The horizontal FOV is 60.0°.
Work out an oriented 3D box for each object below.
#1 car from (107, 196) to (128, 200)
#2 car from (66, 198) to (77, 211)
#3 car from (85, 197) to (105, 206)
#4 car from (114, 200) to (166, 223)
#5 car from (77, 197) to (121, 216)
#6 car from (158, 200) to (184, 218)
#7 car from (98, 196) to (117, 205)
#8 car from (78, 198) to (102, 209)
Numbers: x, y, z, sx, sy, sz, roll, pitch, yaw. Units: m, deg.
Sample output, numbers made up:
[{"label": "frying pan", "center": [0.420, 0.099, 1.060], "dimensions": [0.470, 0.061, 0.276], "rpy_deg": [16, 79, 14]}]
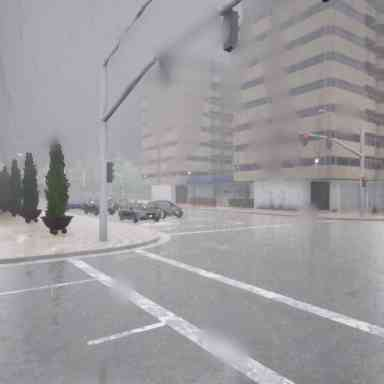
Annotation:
[{"label": "car", "center": [-7.912, 1.491, 37.308], "dimensions": [2.128, 1.511, 4.902], "rpy_deg": [0, 0, -35]}, {"label": "car", "center": [-15.192, 1.478, 41.625], "dimensions": [1.882, 1.535, 5.008], "rpy_deg": [0, 0, -35]}, {"label": "car", "center": [-16.407, 1.564, 55.918], "dimensions": [1.994, 1.385, 4.181], "rpy_deg": [0, 0, -35]}, {"label": "car", "center": [-4.135, 1.564, 25.786], "dimensions": [1.994, 1.385, 4.181], "rpy_deg": [0, 0, -35]}, {"label": "car", "center": [-9.429, 1.547, 33.362], "dimensions": [2.033, 1.411, 5.357], "rpy_deg": [0, 0, -35]}, {"label": "car", "center": [-2.612, 1.505, 29.718], "dimensions": [1.837, 1.490, 4.892], "rpy_deg": [0, 0, -35]}, {"label": "car", "center": [-15.555, 1.526, 60.807], "dimensions": [1.812, 1.442, 4.674], "rpy_deg": [0, 0, -35]}, {"label": "car", "center": [-14.346, 1.564, 46.532], "dimensions": [1.994, 1.385, 4.181], "rpy_deg": [0, 0, -35]}]
